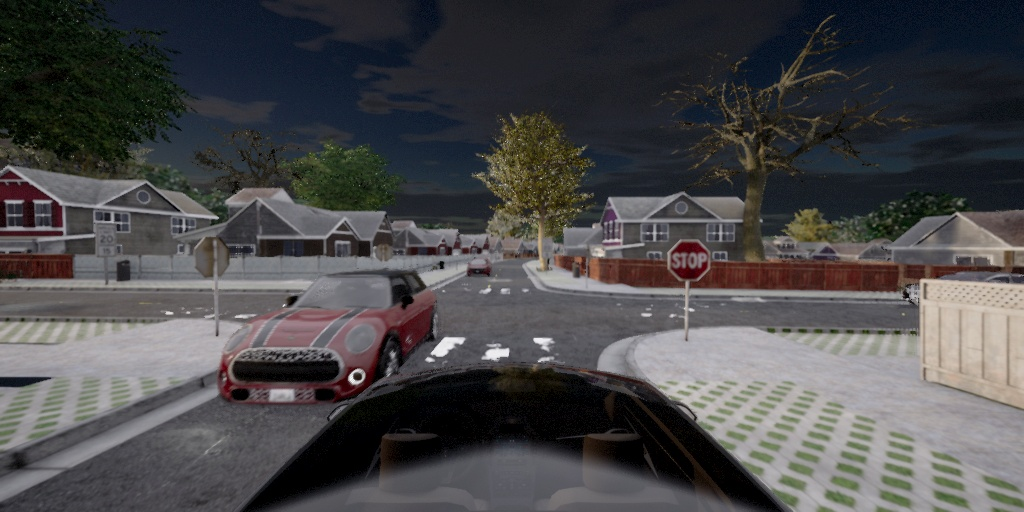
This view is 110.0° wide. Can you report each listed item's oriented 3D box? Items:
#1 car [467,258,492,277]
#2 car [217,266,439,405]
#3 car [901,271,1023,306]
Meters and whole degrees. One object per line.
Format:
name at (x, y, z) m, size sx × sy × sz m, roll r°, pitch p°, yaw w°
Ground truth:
car at (-2.732, 0.927, 30.995) m, size 1.882 × 1.535 × 5.008 m, roll 0°, pitch 1°, yaw 0°
car at (-2.748, 1.049, 6.521) m, size 2.097 × 1.767 × 4.553 m, roll 0°, pitch 1°, yaw 0°
car at (18.526, 1.381, 14.254) m, size 4.902 × 1.511 × 2.128 m, roll 1°, pitch 2°, yaw 1°
